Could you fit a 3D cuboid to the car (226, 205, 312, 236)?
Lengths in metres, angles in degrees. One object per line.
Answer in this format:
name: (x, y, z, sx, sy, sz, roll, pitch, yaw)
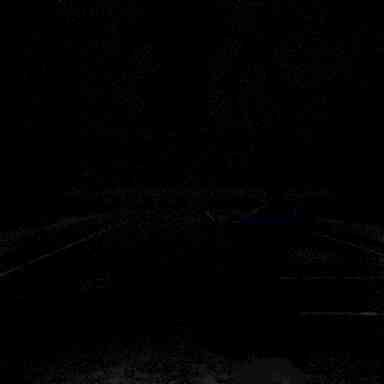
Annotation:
car: (4.217, 1.550, 18.582, 4.611, 1.667, 2.242, 0, 0, 1)
